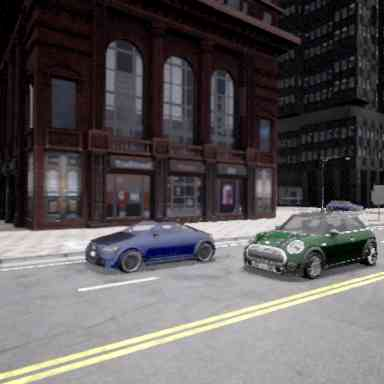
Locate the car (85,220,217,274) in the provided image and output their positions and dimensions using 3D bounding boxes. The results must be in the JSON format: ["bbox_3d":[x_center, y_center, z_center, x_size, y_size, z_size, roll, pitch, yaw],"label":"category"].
[{"bbox_3d":[-1.232,1.621,10.791,4.181,1.385,1.994,1,0,-35],"label":"car"}]

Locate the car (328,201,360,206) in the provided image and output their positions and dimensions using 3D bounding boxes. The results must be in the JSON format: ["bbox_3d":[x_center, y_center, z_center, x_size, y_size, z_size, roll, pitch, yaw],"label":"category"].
[{"bbox_3d":[20.753,1.967,45.172,2.097,1.767,4.553,1,-1,-35],"label":"car"}]

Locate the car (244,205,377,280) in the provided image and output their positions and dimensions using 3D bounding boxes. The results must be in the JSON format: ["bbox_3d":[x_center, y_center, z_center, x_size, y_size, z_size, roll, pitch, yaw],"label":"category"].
[{"bbox_3d":[3.756,1.451,10.356,4.553,1.767,2.097,1,0,-35],"label":"car"}]
